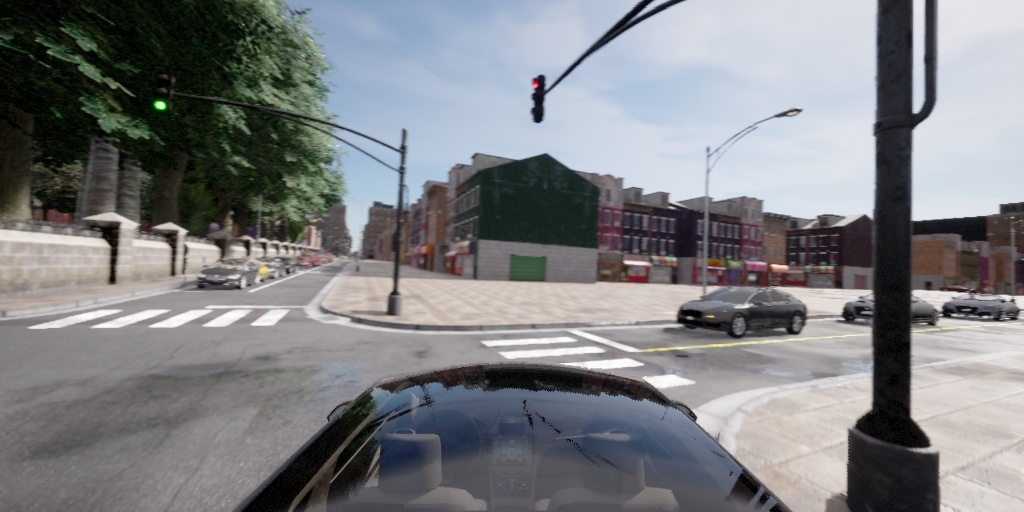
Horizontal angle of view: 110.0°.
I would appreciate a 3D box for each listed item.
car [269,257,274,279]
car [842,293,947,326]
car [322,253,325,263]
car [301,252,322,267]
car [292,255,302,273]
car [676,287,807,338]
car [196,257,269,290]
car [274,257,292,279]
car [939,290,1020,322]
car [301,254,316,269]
[{"bbox_3d":[-14.551,0.767,19.350,1.751,1.417,4.829,0,0,-23],"label":"car"},{"bbox_3d":[16.862,2.320,16.005,4.181,1.385,1.994,3,-2,-23],"label":"car"},{"bbox_3d":[-27.291,0.501,49.152,1.967,1.591,4.097,0,0,-23],"label":"car"},{"bbox_3d":[-25.141,0.401,44.144,2.192,1.841,5.009,0,0,-23],"label":"car"},{"bbox_3d":[-18.690,0.742,29.121,1.948,1.339,4.313,0,0,-23],"label":"car"},{"bbox_3d":[7.799,1.799,12.137,4.892,1.490,1.837,3,-2,-23],"label":"car"},{"bbox_3d":[-13.750,0.808,17.546,2.007,1.370,4.403,0,0,-23],"label":"car"},{"bbox_3d":[-16.540,0.762,24.113,2.007,1.370,4.403,0,0,-23],"label":"car"},{"bbox_3d":[26.010,2.785,19.906,4.181,1.385,1.994,3,-2,-24],"label":"car"},{"bbox_3d":[-22.990,0.696,39.136,1.802,1.307,4.207,0,0,-23],"label":"car"}]
